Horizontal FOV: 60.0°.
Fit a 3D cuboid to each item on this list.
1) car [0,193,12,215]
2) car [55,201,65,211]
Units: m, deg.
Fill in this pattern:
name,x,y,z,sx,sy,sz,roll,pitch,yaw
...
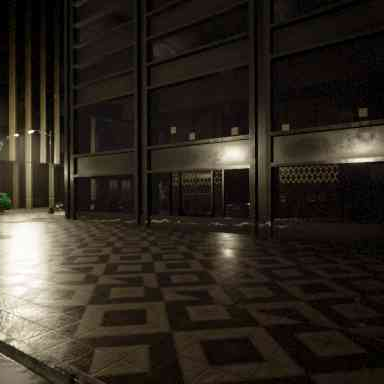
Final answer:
name,x,y,z,sx,sy,sz,roll,pitch,yaw
car,-19.387,1.113,30.062,2.150,2.045,5.566,0,0,37
car,-13.363,1.326,38.591,1.882,1.535,5.008,0,0,35
